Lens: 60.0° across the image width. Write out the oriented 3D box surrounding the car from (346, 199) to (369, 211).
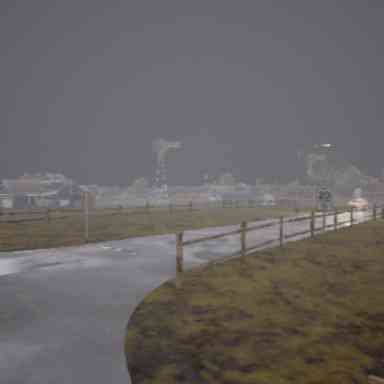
[{"bbox_3d":[22.367,1.690,44.882,1.882,1.535,5.008,1,0,39],"label":"car"}]
